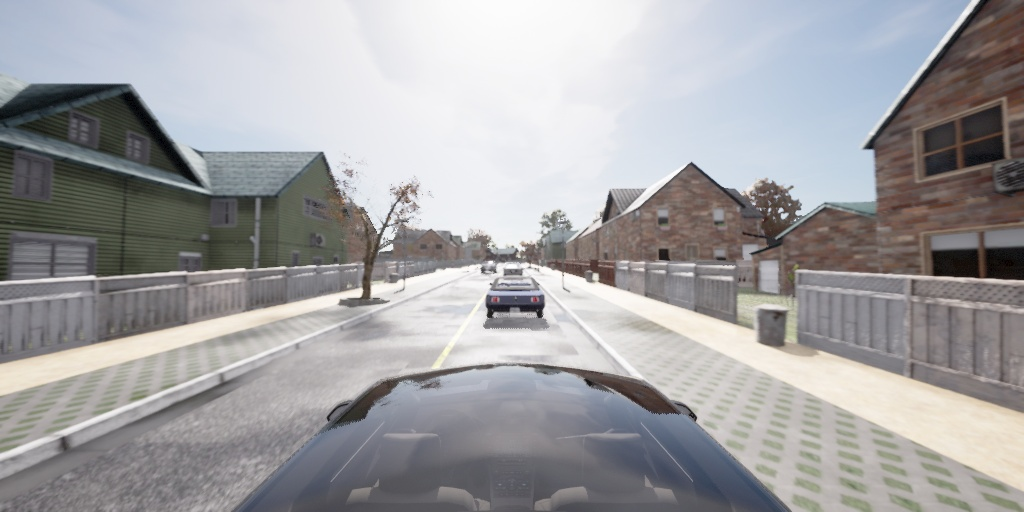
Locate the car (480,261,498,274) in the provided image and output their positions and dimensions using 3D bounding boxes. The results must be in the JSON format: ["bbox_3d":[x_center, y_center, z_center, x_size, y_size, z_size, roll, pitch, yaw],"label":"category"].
[{"bbox_3d":[-2.764,1.329,43.664,2.128,1.511,4.902,0,0,1],"label":"car"}]

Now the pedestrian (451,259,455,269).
[{"bbox_3d":[-9.901,1.334,59.989,0.375,1.860,0.375,0,-2,5],"label":"pedestrian"}]

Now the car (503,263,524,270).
[{"bbox_3d":[0.105,1.347,32.741,2.033,1.411,5.357,0,0,0],"label":"car"}]

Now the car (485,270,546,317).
[{"bbox_3d":[0.101,1.362,13.157,1.895,1.301,4.718,0,0,0],"label":"car"}]
